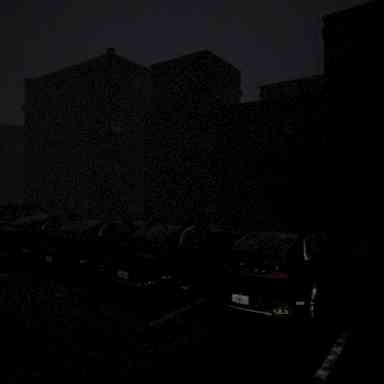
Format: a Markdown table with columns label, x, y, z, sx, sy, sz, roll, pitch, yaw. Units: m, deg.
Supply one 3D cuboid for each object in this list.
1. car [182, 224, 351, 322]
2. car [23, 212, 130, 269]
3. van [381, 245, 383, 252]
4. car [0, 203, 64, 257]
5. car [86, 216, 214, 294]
| label | x | y | z | sx | sy | sz | roll | pitch | yaw |
| --- | --- | --- | --- | --- | --- | --- | --- | --- | --- |
| car | 2.186 | 1.480 | 7.388 | 2.231 | 1.521 | 4.892 | 0 | 0 | 36 |
| car | -2.302 | 1.481 | 10.589 | 2.231 | 1.521 | 4.892 | 0 | 0 | 35 |
| van | 4.467 | 1.254 | 5.624 | 1.878 | 1.987 | 4.442 | 0 | 0 | 36 |
| car | -6.806 | 1.360 | 13.771 | 2.185 | 1.767 | 4.553 | 0 | 0 | 35 |
| car | -0.058 | 1.480 | 8.988 | 2.231 | 1.521 | 4.892 | 0 | 0 | 36 |
